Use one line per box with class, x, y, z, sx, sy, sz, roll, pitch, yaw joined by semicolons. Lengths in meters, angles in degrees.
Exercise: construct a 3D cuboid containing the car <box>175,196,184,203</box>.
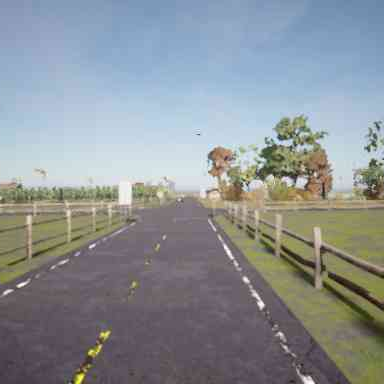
car;-2.777;1.586;74.309;2.128;1.511;4.902;0;0;0
